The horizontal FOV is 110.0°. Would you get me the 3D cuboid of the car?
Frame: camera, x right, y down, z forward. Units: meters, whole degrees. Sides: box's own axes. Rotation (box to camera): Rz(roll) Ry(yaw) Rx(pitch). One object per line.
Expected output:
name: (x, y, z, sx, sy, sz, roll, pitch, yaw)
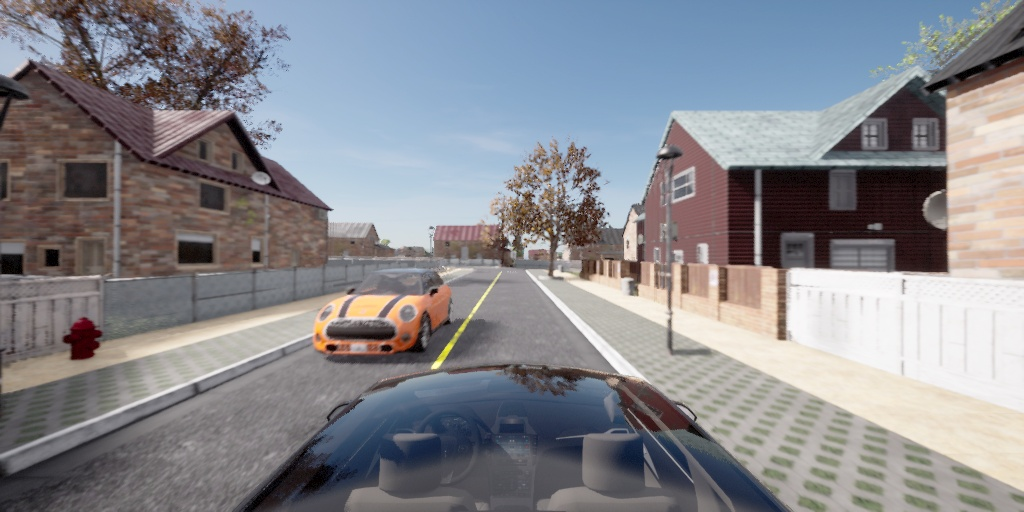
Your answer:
car: (-2.791, 1.104, 8.814, 2.097, 1.767, 4.553, 0, 0, 0)
